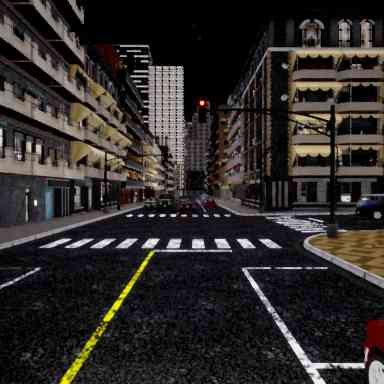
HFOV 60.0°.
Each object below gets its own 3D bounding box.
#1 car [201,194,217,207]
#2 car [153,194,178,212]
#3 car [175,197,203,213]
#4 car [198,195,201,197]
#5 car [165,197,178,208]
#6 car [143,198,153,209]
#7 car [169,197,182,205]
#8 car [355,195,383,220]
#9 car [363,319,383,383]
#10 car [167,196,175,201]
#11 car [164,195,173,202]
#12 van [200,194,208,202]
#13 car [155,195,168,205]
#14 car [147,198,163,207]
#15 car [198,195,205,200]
[{"bbox_3d":[2.746,1.454,50.805,1.967,1.590,4.097,-1,0,0],"label":"car"},{"bbox_3d":[-3.049,1.228,40.077,2.150,2.045,5.566,0,0,0],"label":"car"},{"bbox_3d":[-0.230,1.552,37.020,2.033,1.411,5.357,0,0,5],"label":"car"},{"bbox_3d":[2.769,1.577,67.388,2.008,1.369,4.403,-1,0,0],"label":"car"},{"bbox_3d":[-3.028,1.538,49.910,1.812,1.442,4.674,0,0,0],"label":"car"},{"bbox_3d":[-5.640,1.560,45.293,2.008,1.369,4.403,0,0,0],"label":"car"},{"bbox_3d":[-2.991,1.568,60.544,2.033,1.411,5.357,0,0,1],"label":"car"},{"bbox_3d":[14.870,1.206,24.776,5.008,1.535,1.882,-1,0,-1],"label":"car"},{"bbox_3d":[2.684,1.544,1.805,1.887,1.381,4.507,0,0,0],"label":"car"},{"bbox_3d":[-5.583,1.632,89.516,1.802,1.307,4.206,-1,0,0],"label":"car"},{"bbox_3d":[-5.598,1.562,78.290,1.752,1.417,4.829,-1,0,0],"label":"car"},{"bbox_3d":[2.781,1.378,78.444,1.690,1.788,3.998,-1,0,0],"label":"van"},{"bbox_3d":[-5.620,1.462,61.876,1.967,1.590,4.097,-1,0,0],"label":"car"},{"bbox_3d":[-5.633,1.579,50.820,1.947,1.339,4.313,0,0,0],"label":"car"},{"bbox_3d":[2.804,1.601,95.028,1.887,1.381,4.507,-1,0,0],"label":"car"}]
